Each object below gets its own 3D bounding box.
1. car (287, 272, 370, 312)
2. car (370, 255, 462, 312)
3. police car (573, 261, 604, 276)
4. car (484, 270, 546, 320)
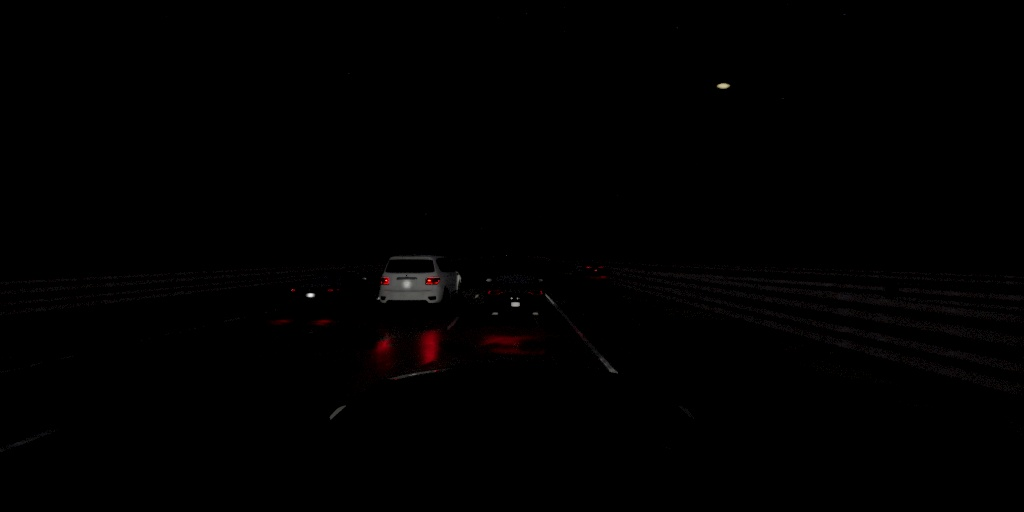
[{"bbox_3d":[-6.900,1.315,14.290,1.994,1.385,4.181,0,0,0],"label":"car"},{"bbox_3d":[-3.399,0.972,14.284,2.150,2.045,5.566,0,0,0],"label":"car"},{"bbox_3d":[8.050,1.296,38.514,2.038,1.542,4.974,0,0,-10],"label":"police car"},{"bbox_3d":[0.101,1.228,12.721,1.882,1.535,5.008,0,0,0],"label":"car"}]
